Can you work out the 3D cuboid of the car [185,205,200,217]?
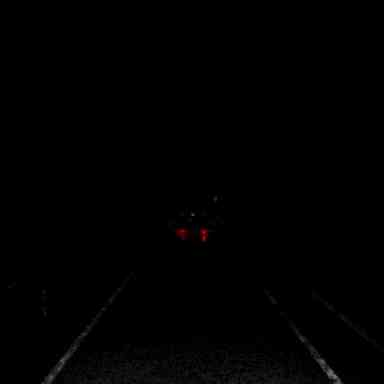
[{"bbox_3d":[0.097,2.393,42.440,1.837,1.490,4.892,0,-2,0],"label":"car"}]

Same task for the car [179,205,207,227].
[{"bbox_3d":[0.079,1.804,27.009,2.097,1.767,4.553,0,-1,0],"label":"car"}]

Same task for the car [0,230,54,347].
[{"bbox_3d":[-3.595,1.402,4.240,2.097,1.767,4.553,0,-1,0],"label":"car"}]
